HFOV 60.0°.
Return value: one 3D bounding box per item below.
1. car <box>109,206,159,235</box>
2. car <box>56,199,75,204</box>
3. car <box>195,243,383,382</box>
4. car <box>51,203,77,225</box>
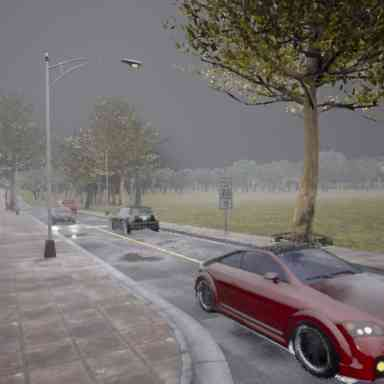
[{"bbox_3d":[-3.893,1.676,21.795,2.097,1.767,4.553,-1,-1,-29],"label":"car"},{"bbox_3d":[-17.362,2.057,45.758,2.150,2.045,5.566,-1,-1,-29],"label":"car"},{"bbox_3d":[1.748,1.639,5.747,1.994,1.385,4.181,-1,-1,-29],"label":"car"},{"bbox_3d":[-11.568,2.058,29.453,1.837,1.490,4.892,-1,0,-29],"label":"car"}]
